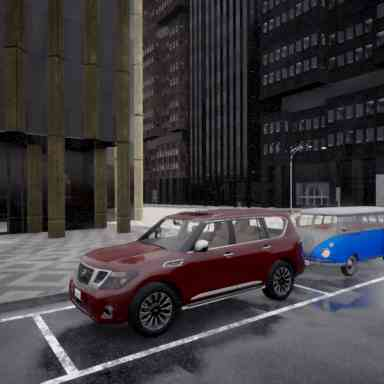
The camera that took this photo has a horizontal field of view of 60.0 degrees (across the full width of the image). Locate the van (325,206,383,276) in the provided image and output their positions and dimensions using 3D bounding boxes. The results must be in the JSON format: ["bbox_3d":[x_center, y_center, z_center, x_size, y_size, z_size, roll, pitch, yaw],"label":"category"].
[{"bbox_3d":[4.704,1.341,10.020,3.998,1.788,1.690,0,0,-36],"label":"van"}]

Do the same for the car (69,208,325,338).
[{"bbox_3d":[0.208,1.315,6.809,5.009,1.841,2.192,0,0,-36],"label":"car"}]
